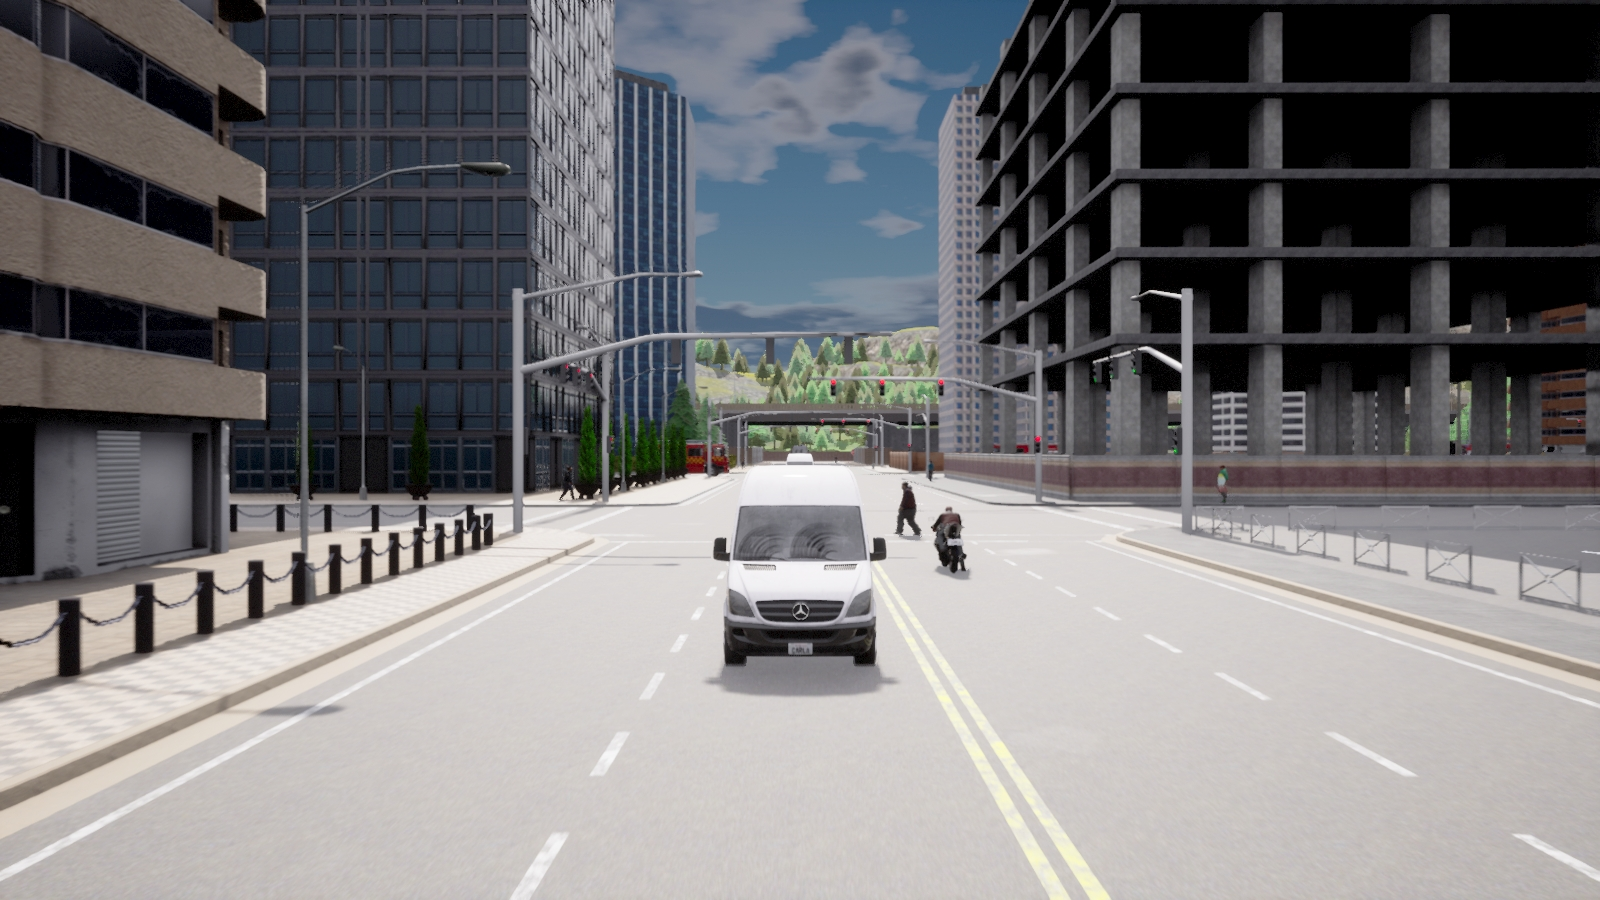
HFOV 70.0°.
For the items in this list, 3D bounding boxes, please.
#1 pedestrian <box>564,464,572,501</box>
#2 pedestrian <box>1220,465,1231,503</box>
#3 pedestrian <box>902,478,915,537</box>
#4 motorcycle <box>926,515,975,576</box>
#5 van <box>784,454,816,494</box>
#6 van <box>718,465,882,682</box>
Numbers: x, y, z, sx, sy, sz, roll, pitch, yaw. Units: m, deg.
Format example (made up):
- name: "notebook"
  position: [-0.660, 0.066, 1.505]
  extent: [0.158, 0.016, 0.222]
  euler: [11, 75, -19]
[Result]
- name: "pedestrian"
  position: [-11.780, 1.642, 58.063]
  extent: [0.375, 1.860, 0.375]
  euler: [0, 0, -5]
- name: "pedestrian"
  position: [20.604, 1.641, 55.379]
  extent: [0.375, 1.860, 0.375]
  euler: [0, 0, -2]
- name: "pedestrian"
  position: [3.487, 1.835, 36.686]
  extent: [0.375, 1.860, 0.375]
  euler: [0, 0, 2]
- name: "motorcycle"
  position: [3.500, 2.205, 26.772]
  extent: [0.867, 1.251, 2.209]
  euler: [0, 0, 0]
- name: "van"
  position: [-0.006, 1.534, 75.498]
  extent: [1.988, 2.561, 5.915]
  euler: [0, 0, 0]
- name: "van"
  position: [-0.003, 1.534, 16.810]
  extent: [1.988, 2.561, 5.915]
  euler: [0, 0, 0]
